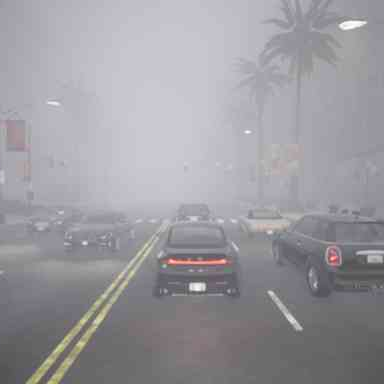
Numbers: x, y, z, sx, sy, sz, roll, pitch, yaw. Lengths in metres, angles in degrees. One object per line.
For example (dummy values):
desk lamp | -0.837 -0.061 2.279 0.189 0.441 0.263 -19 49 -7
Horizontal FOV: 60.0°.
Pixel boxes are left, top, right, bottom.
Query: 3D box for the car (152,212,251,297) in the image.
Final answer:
car | 0.093 1.483 8.499 1.837 1.490 4.892 0 0 0

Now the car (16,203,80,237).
car | -7.023 1.447 17.929 2.128 1.511 4.902 0 0 0

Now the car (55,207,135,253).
car | -3.561 1.472 13.532 1.837 1.490 4.892 0 0 0

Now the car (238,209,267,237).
car | 3.583 1.556 17.467 1.895 1.301 4.718 0 0 0

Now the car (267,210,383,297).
car | 3.591 1.330 8.647 2.097 1.767 4.553 0 0 0

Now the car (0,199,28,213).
car | -18.706 1.458 35.287 5.357 1.411 2.033 0 0 2

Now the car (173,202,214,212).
car | 0.082 1.307 17.608 2.097 1.767 4.553 0 0 0
